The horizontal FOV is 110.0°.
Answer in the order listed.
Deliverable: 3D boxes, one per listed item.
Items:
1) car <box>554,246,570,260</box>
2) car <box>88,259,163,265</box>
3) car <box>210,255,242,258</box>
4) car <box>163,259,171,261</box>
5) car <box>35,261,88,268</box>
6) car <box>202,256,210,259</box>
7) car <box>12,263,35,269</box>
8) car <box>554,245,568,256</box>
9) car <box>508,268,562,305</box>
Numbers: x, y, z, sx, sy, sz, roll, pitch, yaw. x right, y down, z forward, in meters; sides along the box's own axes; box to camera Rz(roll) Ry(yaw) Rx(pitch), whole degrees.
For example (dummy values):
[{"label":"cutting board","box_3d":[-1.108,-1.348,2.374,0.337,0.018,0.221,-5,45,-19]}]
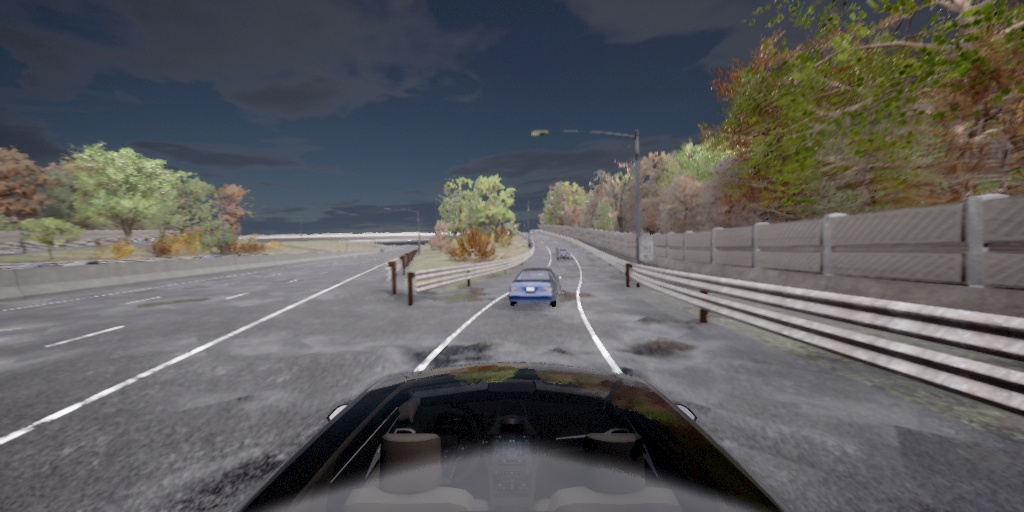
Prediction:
[{"label":"car","box_3d":[7.334,-0.182,51.697,2.033,1.411,5.357,-1,4,6]},{"label":"car","box_3d":[-32.105,1.135,29.980,1.994,1.385,4.181,-2,2,-14]},{"label":"car","box_3d":[-36.284,0.682,46.403,1.837,1.490,4.892,-2,2,-14]},{"label":"car","box_3d":[-42.647,1.036,43.070,1.895,1.301,4.718,-2,2,-14]},{"label":"car","box_3d":[-35.639,1.191,29.693,1.812,1.442,4.674,-2,2,-14]},{"label":"car","box_3d":[-40.294,0.704,48.079,1.882,1.535,5.008,-2,2,-14]},{"label":"car","box_3d":[-39.211,1.305,29.577,2.033,1.411,5.357,-2,2,-14]},{"label":"car","box_3d":[8.408,-1.020,62.107,2.033,1.411,5.357,-1,5,4]},{"label":"car","box_3d":[1.087,1.208,15.367,2.033,1.411,5.357,-1,1,10]}]
